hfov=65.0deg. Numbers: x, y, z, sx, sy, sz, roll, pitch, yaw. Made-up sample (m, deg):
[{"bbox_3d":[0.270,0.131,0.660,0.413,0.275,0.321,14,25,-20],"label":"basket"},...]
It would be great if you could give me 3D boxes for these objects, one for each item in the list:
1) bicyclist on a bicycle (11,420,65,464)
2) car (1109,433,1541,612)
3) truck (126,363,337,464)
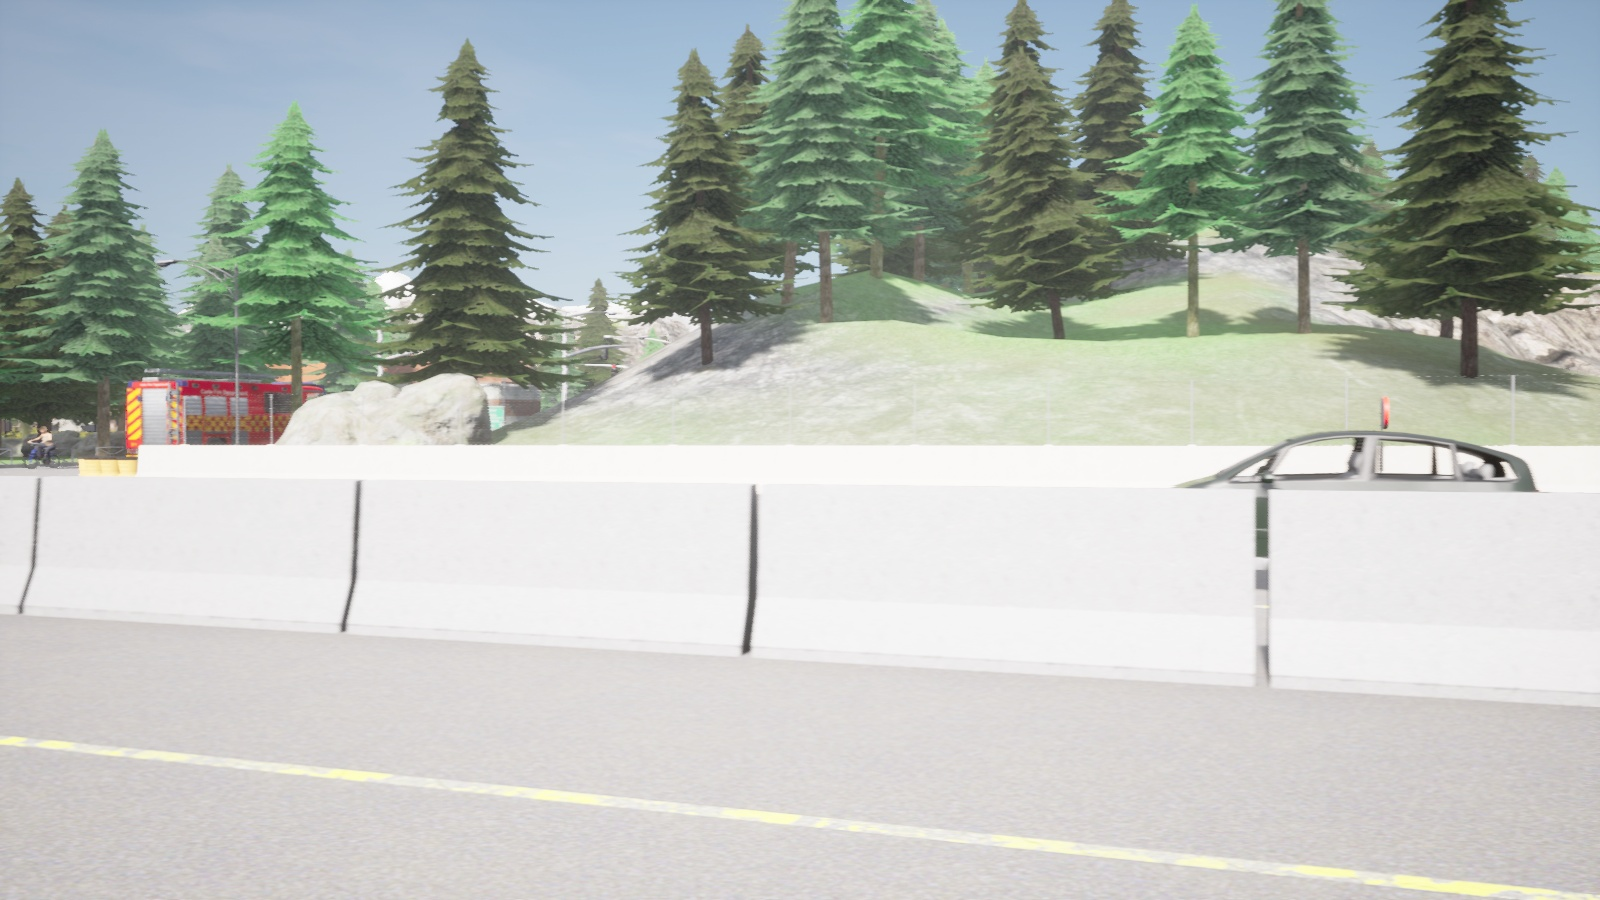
[{"bbox_3d":[-28.559,-0.295,47.101,0.866,1.612,1.509,1,1,19],"label":"bicyclist on a bicycle"},{"bbox_3d":[5.079,0.625,12.561,3.705,1.549,1.789,1,1,19],"label":"car"},{"bbox_3d":[-23.191,-1.452,51.876,2.891,3.827,8.468,1,1,19],"label":"truck"}]
